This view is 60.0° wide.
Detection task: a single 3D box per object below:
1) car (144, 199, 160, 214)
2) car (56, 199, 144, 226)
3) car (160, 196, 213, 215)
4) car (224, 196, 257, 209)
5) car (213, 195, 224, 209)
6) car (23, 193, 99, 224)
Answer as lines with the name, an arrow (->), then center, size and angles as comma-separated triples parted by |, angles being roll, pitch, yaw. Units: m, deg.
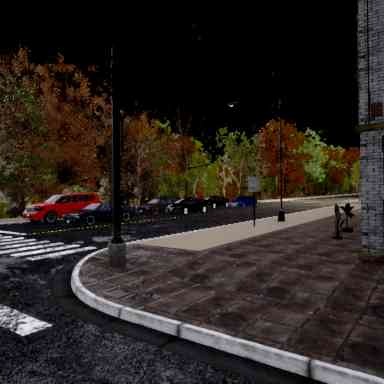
car -> -3.069, 1.348, 32.323 | 2.033, 1.411, 5.357 | -1, 0, 37
car -> -6.104, 1.402, 22.711 | 2.033, 1.411, 5.357 | -1, 0, 36
car -> -0.389, 1.261, 30.490 | 1.837, 1.490, 4.892 | -1, 0, 36
car -> 6.095, 1.170, 39.300 | 1.812, 1.442, 4.674 | -1, 0, 37
car -> 2.746, 1.205, 40.226 | 1.837, 1.490, 4.892 | -1, 0, 37
car -> -9.146, 1.127, 24.066 | 2.150, 2.045, 5.566 | -1, 0, 36
